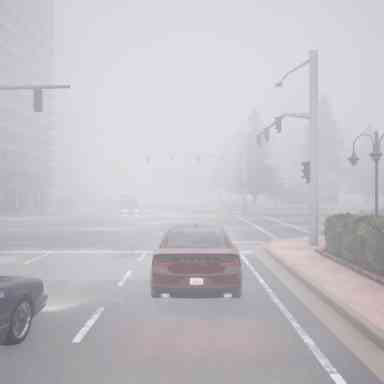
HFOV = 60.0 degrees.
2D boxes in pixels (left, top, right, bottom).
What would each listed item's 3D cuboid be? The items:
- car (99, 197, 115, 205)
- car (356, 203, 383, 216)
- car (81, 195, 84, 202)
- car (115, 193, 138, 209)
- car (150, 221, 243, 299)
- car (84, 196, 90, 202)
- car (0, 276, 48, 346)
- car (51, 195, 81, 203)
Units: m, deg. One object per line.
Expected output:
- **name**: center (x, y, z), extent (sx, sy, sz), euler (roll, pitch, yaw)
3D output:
- **car**: center (-14.489, 1.546, 57.691), extent (2.033, 1.411, 5.357), euler (0, 0, -36)
- **car**: center (15.618, 1.581, 26.570), extent (4.674, 1.442, 1.812), euler (0, 0, 0)
- **car**: center (-27.152, 1.539, 73.161), extent (5.357, 1.411, 2.033), euler (0, 0, 24)
- **car**: center (-9.042, 1.221, 46.690), extent (2.150, 2.045, 5.566), euler (0, 0, -20)
- **car**: center (0.094, 1.478, 8.536), extent (1.882, 1.535, 5.008), euler (0, 0, 0)
- **car**: center (-25.773, 1.477, 76.370), extent (5.008, 1.535, 1.882), euler (0, 0, 24)
- **car**: center (-3.428, 1.547, 3.309), extent (2.033, 1.411, 5.357), euler (0, 0, 0)
- **car**: center (-25.937, 1.525, 68.527), extent (4.902, 1.511, 2.128), euler (0, 0, 31)
